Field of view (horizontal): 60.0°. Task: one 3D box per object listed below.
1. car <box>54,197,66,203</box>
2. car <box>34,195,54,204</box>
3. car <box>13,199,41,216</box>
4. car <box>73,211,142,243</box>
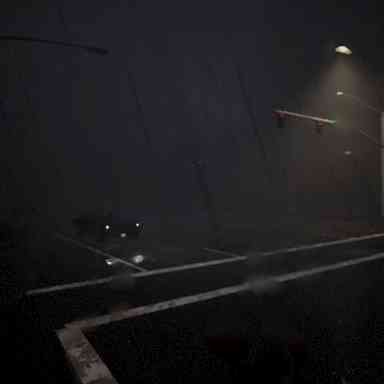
[{"bbox_3d":[-32.403,2.007,81.294,2.033,1.411,5.357,-1,1,-35],"label":"car"},{"bbox_3d":[-35.289,1.728,79.308,2.150,2.045,5.566,-1,1,-35],"label":"car"},{"bbox_3d":[-18.832,1.868,37.311,2.033,1.411,5.357,-1,0,-35],"label":"car"},{"bbox_3d":[-4.326,1.616,16.542,1.895,1.301,4.718,-1,0,-36],"label":"car"}]
